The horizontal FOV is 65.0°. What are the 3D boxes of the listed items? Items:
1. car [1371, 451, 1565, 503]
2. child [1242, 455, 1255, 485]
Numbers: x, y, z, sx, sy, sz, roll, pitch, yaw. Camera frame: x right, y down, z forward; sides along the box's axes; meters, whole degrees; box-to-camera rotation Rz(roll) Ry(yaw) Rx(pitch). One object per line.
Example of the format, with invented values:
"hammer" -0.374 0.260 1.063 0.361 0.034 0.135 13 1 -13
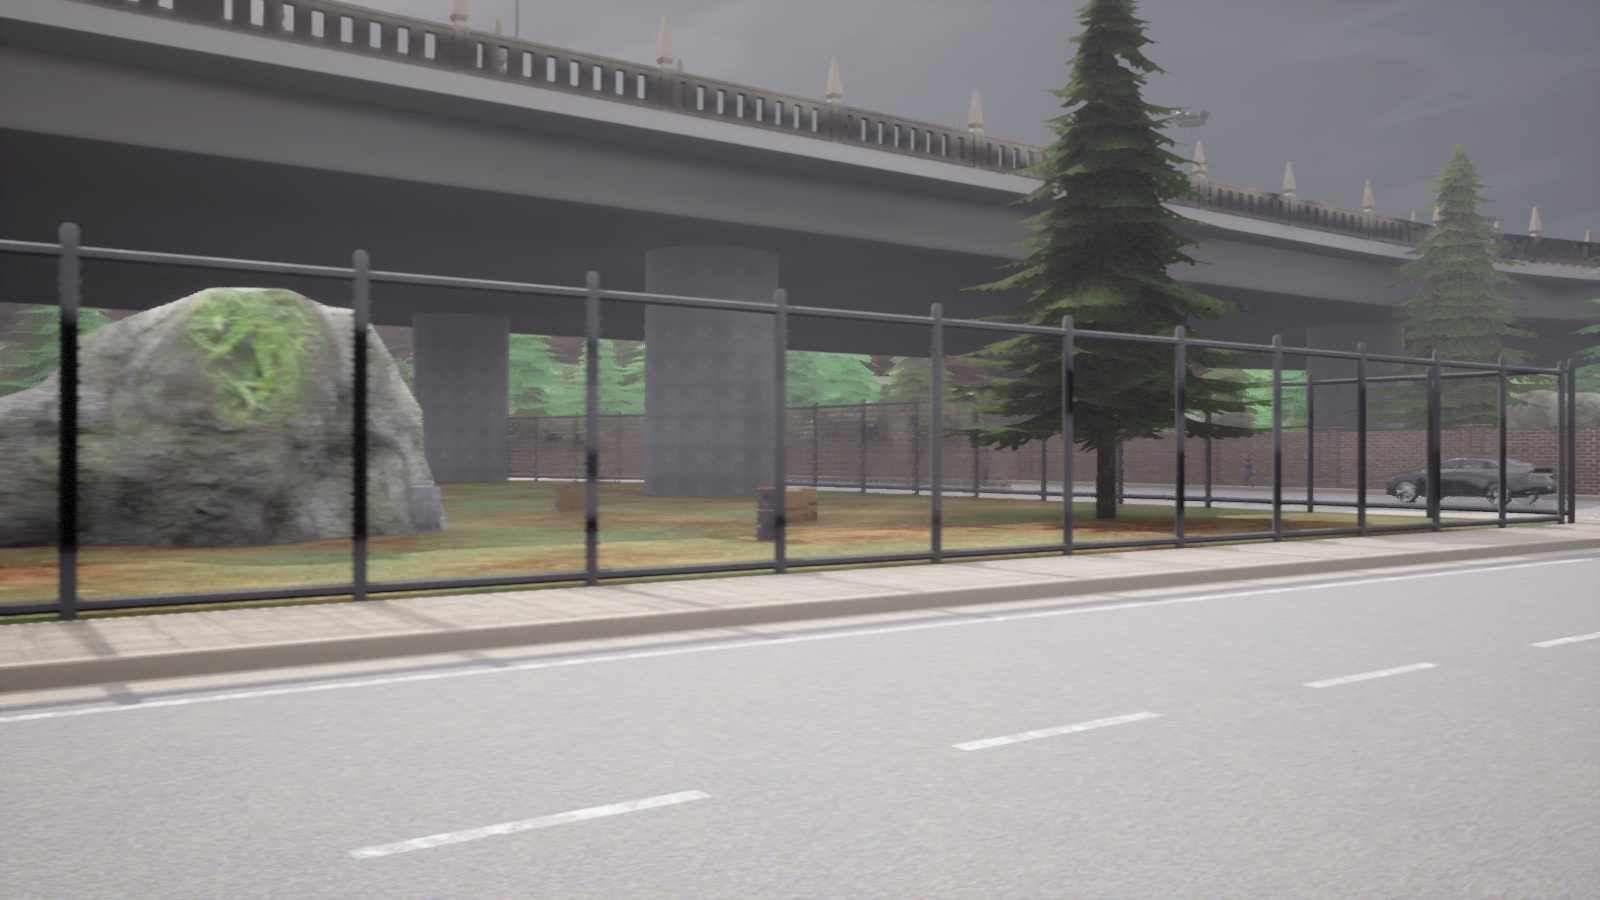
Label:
"car" 20.738 0.809 39.189 2.128 1.511 4.902 0 0 -35
"child" 19.039 0.829 53.306 0.270 1.263 0.437 0 0 -36
